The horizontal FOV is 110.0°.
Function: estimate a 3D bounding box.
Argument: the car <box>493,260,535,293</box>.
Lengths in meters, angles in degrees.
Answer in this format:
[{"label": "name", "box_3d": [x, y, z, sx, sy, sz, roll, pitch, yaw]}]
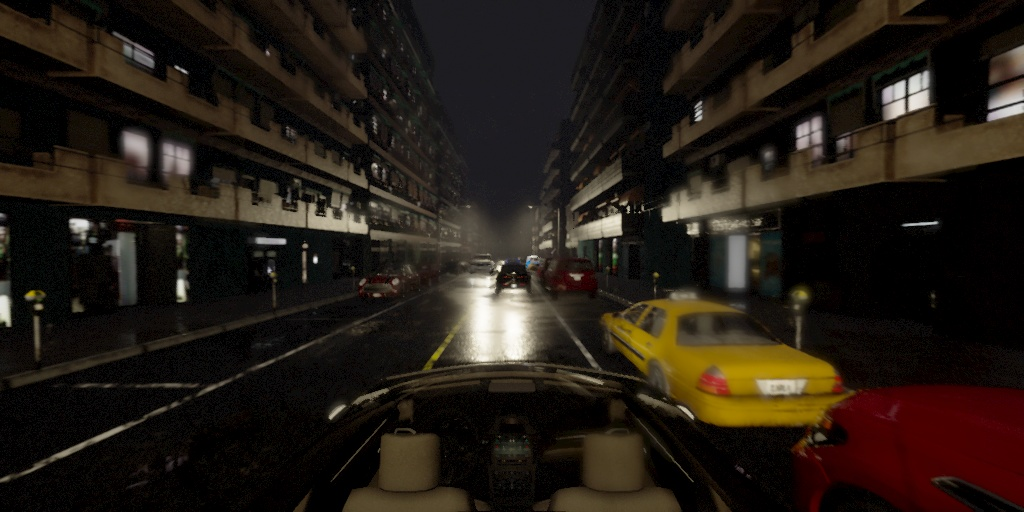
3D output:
[{"label": "car", "box_3d": [0.099, 1.167, 19.957, 1.837, 1.490, 4.892, 0, 1, 0]}]

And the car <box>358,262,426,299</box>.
[{"label": "car", "box_3d": [-5.691, 1.113, 17.080, 1.967, 1.591, 4.097, 0, 0, 0]}]

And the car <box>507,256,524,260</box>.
[{"label": "car", "box_3d": [0.101, 1.031, 42.883, 1.882, 1.535, 5.008, 0, 0, 0]}]

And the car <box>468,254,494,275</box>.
[{"label": "car", "box_3d": [-2.999, 0.797, 36.980, 2.150, 2.045, 5.566, 0, 0, 0]}]

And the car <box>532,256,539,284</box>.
[{"label": "car", "box_3d": [2.690, 0.961, 22.761, 2.192, 1.841, 5.009, 0, 0, 0]}]

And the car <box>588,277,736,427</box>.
[{"label": "car", "box_3d": [2.690, 1.256, 5.877, 1.751, 1.417, 4.829, 0, 0, 0]}]

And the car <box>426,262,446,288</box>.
[{"label": "car", "box_3d": [-5.691, 1.191, 22.765, 1.888, 1.381, 4.507, 0, 0, 0]}]

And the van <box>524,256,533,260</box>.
[{"label": "van", "box_3d": [2.690, 0.883, 45.499, 1.690, 1.789, 3.998, 0, 0, 0]}]

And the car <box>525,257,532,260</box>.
[{"label": "car", "box_3d": [2.690, 1.093, 39.984, 1.751, 1.417, 4.829, 0, 0, 0]}]

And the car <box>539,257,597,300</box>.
[{"label": "car", "box_3d": [2.690, 0.989, 17.076, 2.192, 1.841, 5.009, 0, 0, 0]}]

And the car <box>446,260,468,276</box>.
[{"label": "car", "box_3d": [-5.690, 1.158, 34.134, 1.948, 1.339, 4.313, 0, 0, 0]}]
